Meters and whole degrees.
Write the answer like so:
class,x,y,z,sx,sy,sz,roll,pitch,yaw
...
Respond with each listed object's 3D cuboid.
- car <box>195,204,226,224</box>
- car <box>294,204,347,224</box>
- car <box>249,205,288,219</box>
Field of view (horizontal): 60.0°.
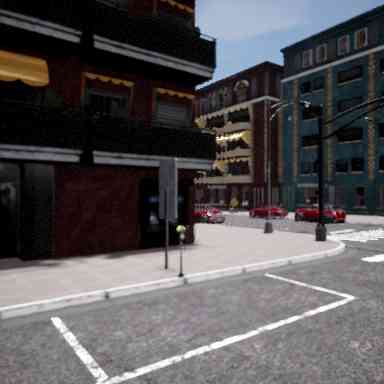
class,x,y,z,sx,sy,sz,roll,pitch,yaw
car,1.000,1.746,27.924,1.967,1.590,4.097,-1,0,-35
car,10.632,1.714,27.933,1.967,1.590,4.097,-1,0,-35
car,7.443,1.925,32.471,1.802,1.307,4.206,-1,0,-35
